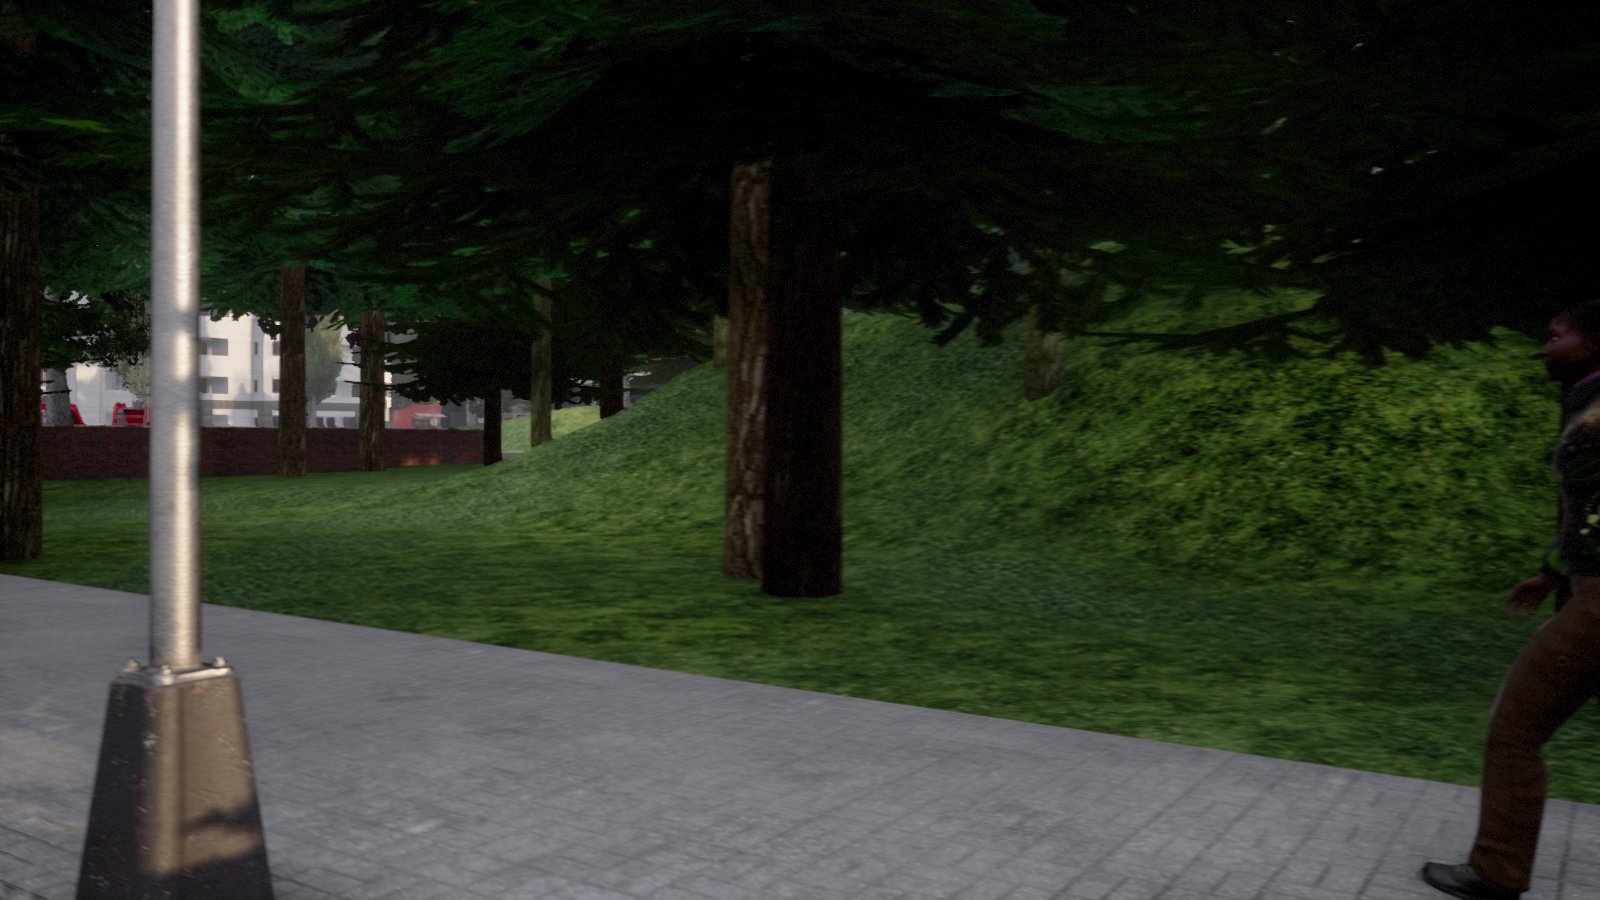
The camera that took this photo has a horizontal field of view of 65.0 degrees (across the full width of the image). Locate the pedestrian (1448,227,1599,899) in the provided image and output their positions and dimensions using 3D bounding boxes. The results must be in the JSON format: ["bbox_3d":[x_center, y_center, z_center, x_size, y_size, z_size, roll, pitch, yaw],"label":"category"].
[{"bbox_3d":[2.241,0.373,3.499,0.692,1.930,0.395,0,1,42],"label":"pedestrian"}]
